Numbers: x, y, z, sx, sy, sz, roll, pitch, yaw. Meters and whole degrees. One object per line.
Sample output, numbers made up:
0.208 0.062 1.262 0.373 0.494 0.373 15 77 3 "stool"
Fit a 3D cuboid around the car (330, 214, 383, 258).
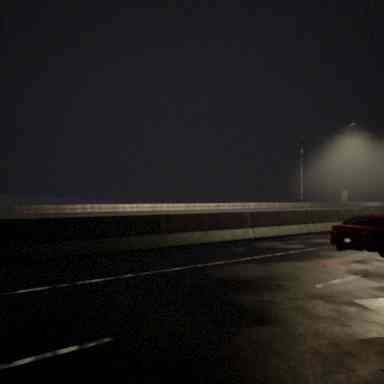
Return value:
7.728 1.635 13.572 5.008 1.535 1.882 0 0 -35 "car"
